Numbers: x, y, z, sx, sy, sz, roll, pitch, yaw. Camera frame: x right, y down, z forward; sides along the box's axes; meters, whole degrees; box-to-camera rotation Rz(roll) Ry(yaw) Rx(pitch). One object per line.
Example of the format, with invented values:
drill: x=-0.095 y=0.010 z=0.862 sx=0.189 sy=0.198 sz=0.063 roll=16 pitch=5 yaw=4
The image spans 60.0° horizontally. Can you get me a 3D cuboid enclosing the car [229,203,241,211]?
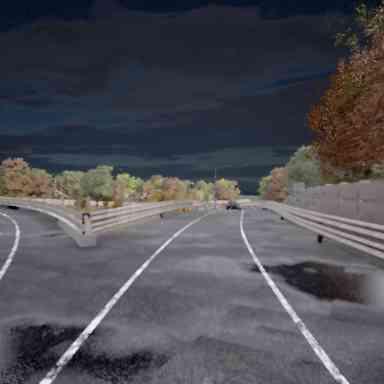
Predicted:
car: x=8.453 y=2.864 z=64.571 sx=2.033 sy=1.411 sz=5.357 roll=0 pitch=-4 yaw=11

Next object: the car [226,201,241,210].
car: x=6.612 y=2.201 z=54.360 sx=1.837 sy=1.490 sz=4.892 roll=0 pitch=-3 yaw=10
